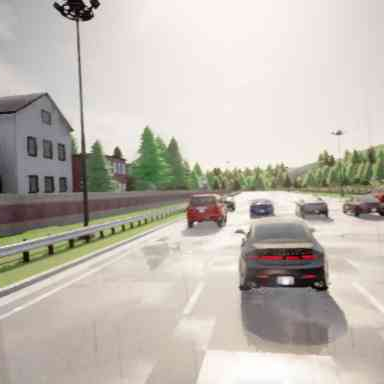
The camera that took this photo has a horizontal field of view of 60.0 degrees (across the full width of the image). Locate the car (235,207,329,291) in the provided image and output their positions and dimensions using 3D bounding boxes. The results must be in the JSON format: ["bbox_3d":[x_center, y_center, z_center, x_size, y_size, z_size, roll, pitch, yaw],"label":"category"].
[{"bbox_3d":[2.197,1.394,8.654,1.837,1.490,4.892,-3,0,11],"label":"car"}]

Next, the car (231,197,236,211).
[{"bbox_3d":[3.842,1.270,36.766,2.128,1.511,4.902,-3,0,11],"label":"car"}]

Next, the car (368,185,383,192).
[{"bbox_3d":[16.493,0.442,28.153,2.150,2.045,5.566,-3,0,11],"label":"car"}]

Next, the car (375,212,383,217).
[{"bbox_3d":[5.287,1.280,6.147,1.812,1.442,4.674,-3,0,11],"label":"car"}]

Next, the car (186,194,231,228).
[{"bbox_3d":[1.088,1.145,22.026,2.150,2.045,5.566,-3,0,11],"label":"car"}]

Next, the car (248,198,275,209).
[{"bbox_3d":[5.530,1.193,26.534,1.882,1.535,5.008,-3,0,11],"label":"car"}]

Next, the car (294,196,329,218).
[{"bbox_3d":[8.692,1.068,24.412,2.128,1.511,4.902,-3,0,11],"label":"car"}]

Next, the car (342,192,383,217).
[{"bbox_3d":[12.099,0.951,23.672,1.812,1.442,4.674,-3,0,10],"label":"car"}]
